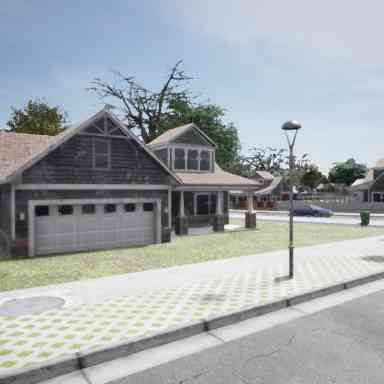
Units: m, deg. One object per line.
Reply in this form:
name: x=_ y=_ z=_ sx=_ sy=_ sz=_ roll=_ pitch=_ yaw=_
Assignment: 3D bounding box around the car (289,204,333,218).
car: x=12.439 y=2.016 z=34.949 sx=1.812 sy=1.442 sz=4.674 roll=0 pitch=-1 yaw=-35
